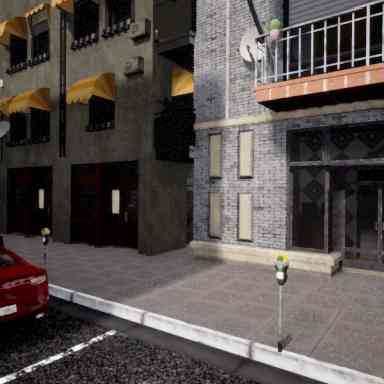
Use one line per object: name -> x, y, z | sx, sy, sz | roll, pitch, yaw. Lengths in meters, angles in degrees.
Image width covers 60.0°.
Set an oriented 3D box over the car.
car -> -4.421, 1.544, 6.028 | 4.507, 1.381, 1.887 | 0, 1, 36
